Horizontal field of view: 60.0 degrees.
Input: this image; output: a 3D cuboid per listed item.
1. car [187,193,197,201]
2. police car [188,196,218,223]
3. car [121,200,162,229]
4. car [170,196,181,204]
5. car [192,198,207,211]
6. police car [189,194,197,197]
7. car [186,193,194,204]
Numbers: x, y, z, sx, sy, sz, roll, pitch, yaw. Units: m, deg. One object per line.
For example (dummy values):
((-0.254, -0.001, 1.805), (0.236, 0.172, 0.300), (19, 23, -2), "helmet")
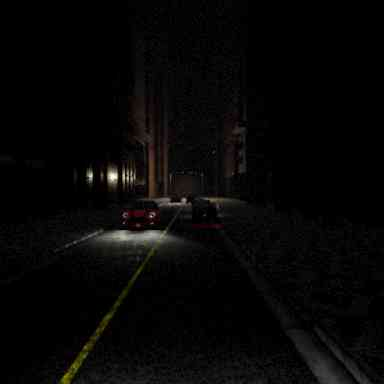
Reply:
((-0.013, 1.076, 76.875), (2.097, 1.767, 4.553), (0, 0, 0), "car")
((0.895, 1.409, 25.492), (1.930, 1.638, 5.238), (0, 0, 0), "police car")
((-3.103, 1.340, 21.357), (2.097, 1.767, 4.553), (0, 0, 0), "car")
((-3.032, 1.483, 63.336), (1.994, 1.385, 4.181), (0, 0, 0), "car")
((0.893, 1.486, 41.383), (1.812, 1.442, 4.674), (0, 0, 0), "car")
((0.894, 1.395, 35.493), (1.930, 1.638, 5.238), (0, 0, 0), "police car")
((-0.010, 1.271, 61.875), (2.097, 1.767, 4.553), (0, 0, 0), "car")
